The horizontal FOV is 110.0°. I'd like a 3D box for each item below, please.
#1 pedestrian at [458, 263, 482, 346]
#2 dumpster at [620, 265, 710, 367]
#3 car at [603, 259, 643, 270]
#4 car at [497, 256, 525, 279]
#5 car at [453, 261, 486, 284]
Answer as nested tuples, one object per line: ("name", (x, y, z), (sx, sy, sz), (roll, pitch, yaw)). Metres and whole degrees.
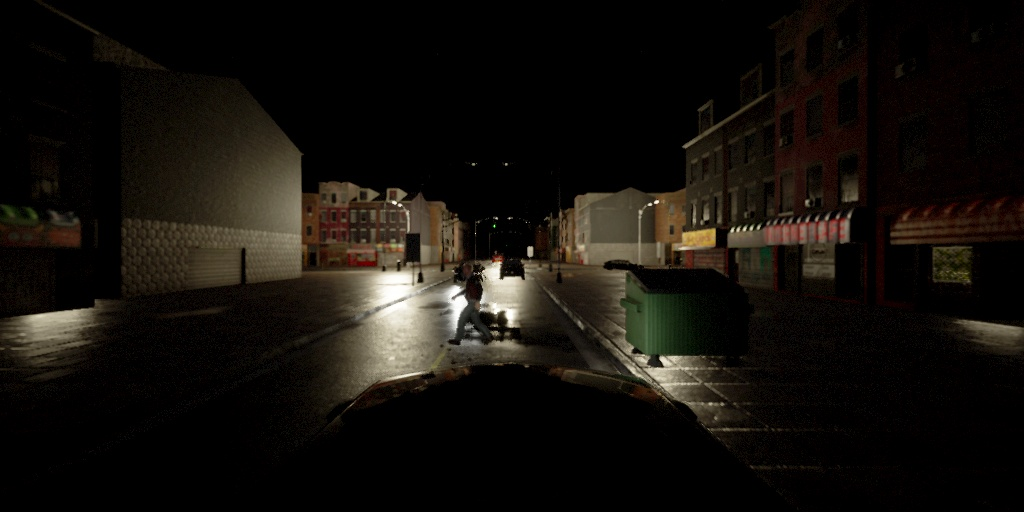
("pedestrian", (-0.908, 0.998, 7.705), (0.375, 1.860, 0.375), (0, 0, -10))
("dumpster", (3.003, 1.103, 7.399), (1.020, 1.700, 1.940), (0, 0, 0))
("car", (12.299, 0.996, 39.824), (4.313, 1.339, 1.948), (0, 0, 0))
("car", (0.060, 1.030, 29.083), (1.882, 1.535, 5.008), (0, 1, 1))
("car", (-2.845, 1.076, 24.706), (2.128, 1.511, 4.902), (0, 0, 0))
